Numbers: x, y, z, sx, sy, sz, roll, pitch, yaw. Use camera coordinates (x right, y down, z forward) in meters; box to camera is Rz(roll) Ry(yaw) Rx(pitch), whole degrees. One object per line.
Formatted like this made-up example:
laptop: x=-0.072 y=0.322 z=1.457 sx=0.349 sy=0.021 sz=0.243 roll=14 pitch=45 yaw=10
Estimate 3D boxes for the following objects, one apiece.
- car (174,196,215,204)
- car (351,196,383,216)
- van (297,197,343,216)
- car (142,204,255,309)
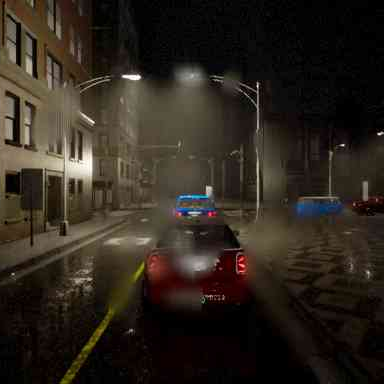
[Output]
car: x=0.132 y=1.208 z=17.887 sx=2.150 sy=2.045 sz=5.566 roll=0 pitch=0 yaw=0
car: x=17.421 y=1.323 z=30.842 sx=5.009 sy=1.841 sz=2.192 roll=0 pitch=0 yaw=-1
van: x=11.780 y=1.350 z=30.766 sx=3.998 sy=1.788 sz=1.690 roll=0 pitch=0 yaw=-1
car: x=0.116 y=1.347 z=8.030 sx=2.097 sy=1.767 sz=4.553 roll=0 pitch=0 yaw=0
